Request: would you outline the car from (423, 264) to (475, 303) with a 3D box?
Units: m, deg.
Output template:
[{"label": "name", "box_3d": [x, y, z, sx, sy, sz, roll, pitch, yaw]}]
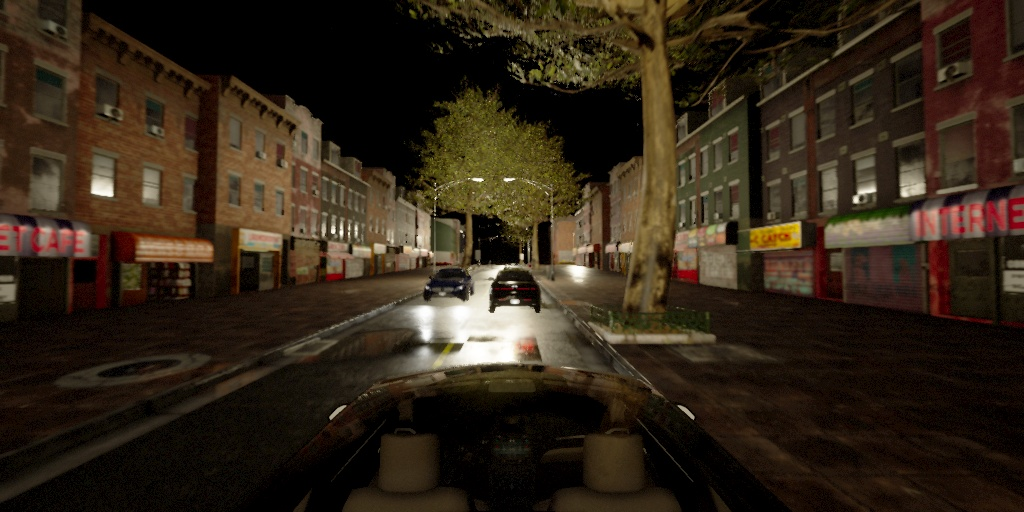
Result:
[{"label": "car", "box_3d": [-2.830, 1.289, 16.955, 1.812, 1.442, 4.674, 0, 0, 0]}]

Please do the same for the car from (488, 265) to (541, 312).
[{"label": "car", "box_3d": [0.101, 1.265, 14.264, 1.837, 1.490, 4.892, 0, 0, 0]}]
